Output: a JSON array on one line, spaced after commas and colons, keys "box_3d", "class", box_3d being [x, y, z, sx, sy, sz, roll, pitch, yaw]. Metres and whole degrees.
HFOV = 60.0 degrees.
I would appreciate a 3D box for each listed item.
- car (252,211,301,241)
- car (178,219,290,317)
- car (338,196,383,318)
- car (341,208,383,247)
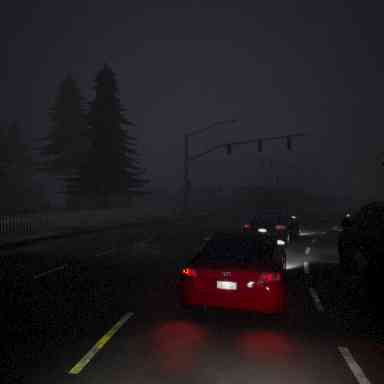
[{"box_3d": [3.792, 1.564, 15.589, 1.994, 1.385, 4.181, 0, 0, 26], "class": "car"}, {"box_3d": [1.130, 1.564, 7.620, 1.994, 1.385, 4.181, 0, 0, 15], "class": "car"}, {"box_3d": [4.707, 1.221, 7.259, 2.150, 2.045, 5.566, 0, 0, 15], "class": "car"}, {"box_3d": [8.371, 1.564, 15.849, 1.994, 1.385, 4.181, 0, 0, 28], "class": "car"}]
